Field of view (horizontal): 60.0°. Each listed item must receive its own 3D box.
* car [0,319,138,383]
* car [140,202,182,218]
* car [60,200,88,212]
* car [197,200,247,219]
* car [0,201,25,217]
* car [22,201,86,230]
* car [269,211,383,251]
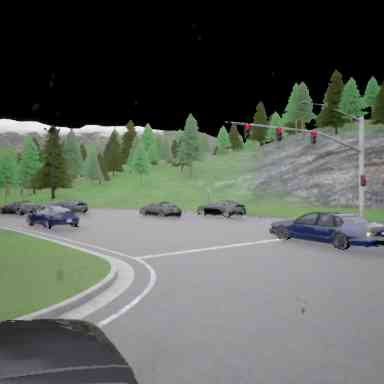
[{"bbox_3d":[-2.978,1.547,1.958,5.357,1.411,2.033,0,0,-31],"label":"car"},{"bbox_3d":[-2.853,1.562,29.947,4.181,1.385,1.994,0,0,44],"label":"car"},{"bbox_3d":[-12.374,1.490,33.037,4.902,1.511,2.128,0,0,35],"label":"car"},{"bbox_3d":[2.562,1.489,29.477,2.128,1.511,4.902,0,0,-44],"label":"car"},{"bbox_3d":[-16.374,1.546,31.642,5.357,1.411,2.033,0,0,31],"label":"car"},{"bbox_3d":[-8.847,1.525,21.174,4.674,1.442,1.812,0,0,45],"label":"car"},{"bbox_3d":[5.773,1.546,14.332,2.033,1.411,5.357,0,0,-30],"label":"car"}]
